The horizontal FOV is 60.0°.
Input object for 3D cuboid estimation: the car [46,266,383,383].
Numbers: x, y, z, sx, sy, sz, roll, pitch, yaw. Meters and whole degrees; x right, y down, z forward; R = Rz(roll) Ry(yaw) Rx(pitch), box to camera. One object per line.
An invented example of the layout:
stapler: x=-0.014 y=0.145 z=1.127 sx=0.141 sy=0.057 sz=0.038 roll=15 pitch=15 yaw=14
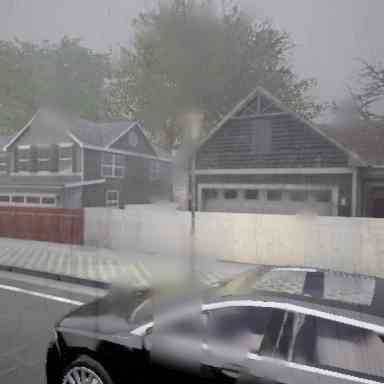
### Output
car: x=0.763 y=1.491 z=3.061 sx=4.902 sy=1.511 sz=2.128 roll=0 pitch=0 yaw=29
